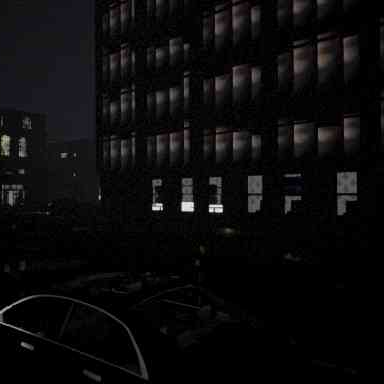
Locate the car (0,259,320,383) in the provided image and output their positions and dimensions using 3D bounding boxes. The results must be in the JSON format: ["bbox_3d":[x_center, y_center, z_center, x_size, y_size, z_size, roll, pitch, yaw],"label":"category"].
[{"bbox_3d":[-0.978,1.551,3.574,4.403,1.369,2.008,0,0,35],"label":"car"}]

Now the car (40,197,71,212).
[{"bbox_3d":[-16.394,1.489,41.408,2.097,1.767,4.553,0,-1,37],"label":"car"}]

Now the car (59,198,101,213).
[{"bbox_3d":[-12.197,1.683,37.287,1.802,1.307,4.206,-1,-1,36],"label":"car"}]

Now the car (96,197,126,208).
[{"bbox_3d":[-12.416,1.643,51.193,1.967,1.590,4.097,-1,-1,36],"label":"car"}]
